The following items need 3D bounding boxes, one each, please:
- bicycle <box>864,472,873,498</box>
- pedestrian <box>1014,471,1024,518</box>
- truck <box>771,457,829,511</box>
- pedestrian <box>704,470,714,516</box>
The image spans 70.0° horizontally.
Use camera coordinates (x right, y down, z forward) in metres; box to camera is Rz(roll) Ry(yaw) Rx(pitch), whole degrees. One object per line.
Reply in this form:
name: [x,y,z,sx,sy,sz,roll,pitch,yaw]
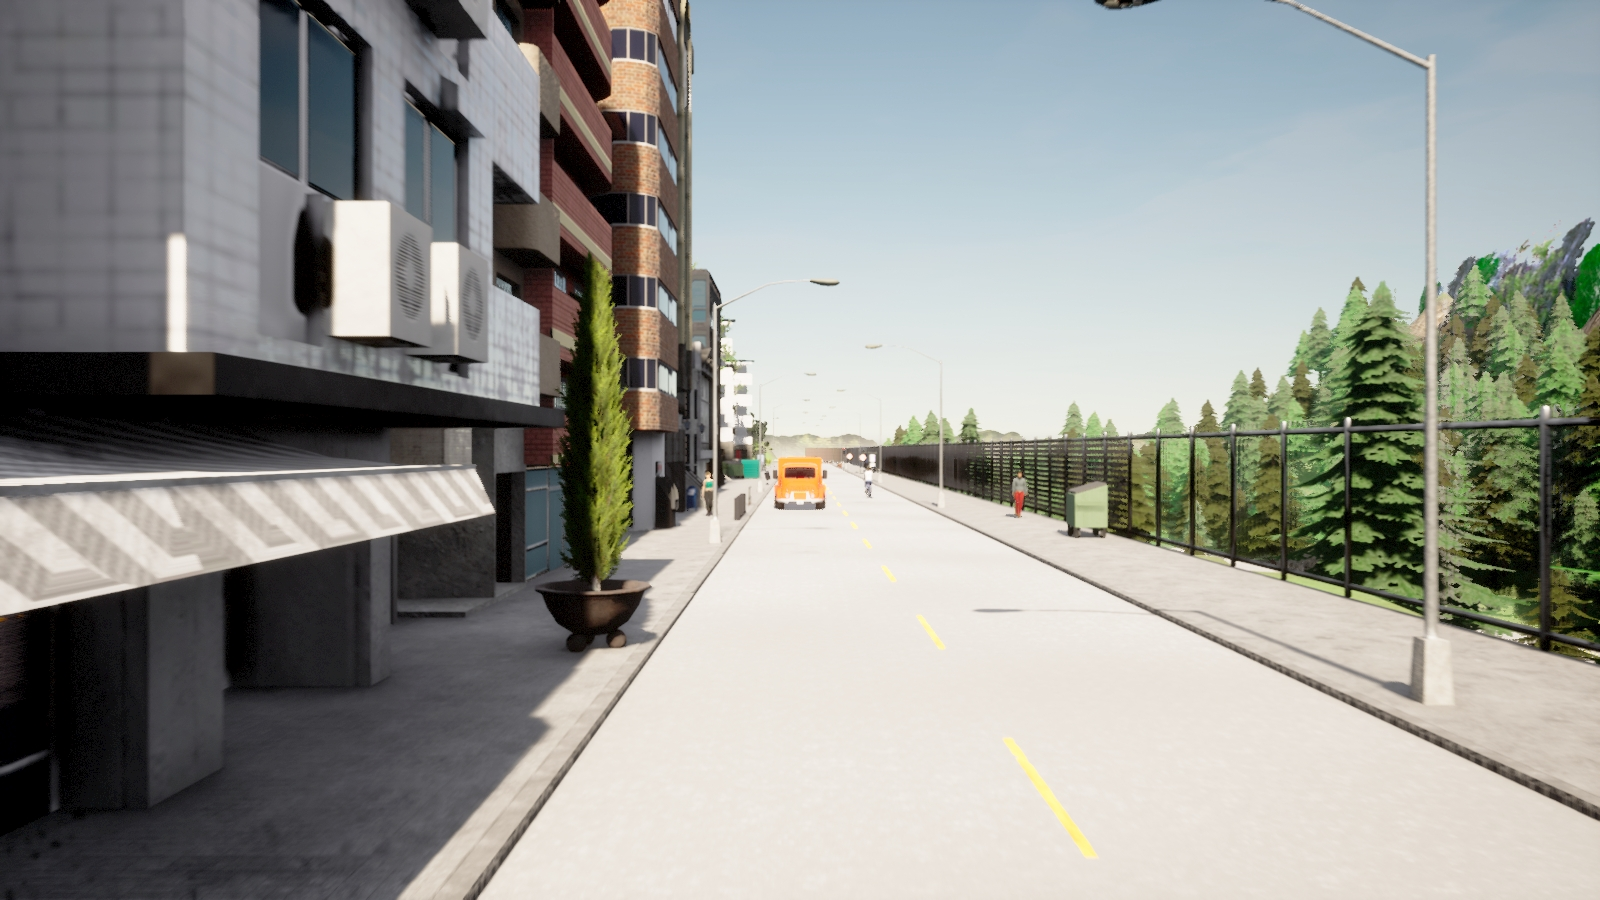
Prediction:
bicycle: [3.996,2.052,66.704,0.373,1.496,1.643,0,0,0]
pedestrian: [8.619,1.742,44.933,0.375,1.860,0.375,0,0,7]
truck: [-0.001,1.568,55.076,2.627,2.467,5.204,0,0,0]
pedestrian: [-3.689,1.742,46.286,0.375,1.860,0.375,0,0,2]
